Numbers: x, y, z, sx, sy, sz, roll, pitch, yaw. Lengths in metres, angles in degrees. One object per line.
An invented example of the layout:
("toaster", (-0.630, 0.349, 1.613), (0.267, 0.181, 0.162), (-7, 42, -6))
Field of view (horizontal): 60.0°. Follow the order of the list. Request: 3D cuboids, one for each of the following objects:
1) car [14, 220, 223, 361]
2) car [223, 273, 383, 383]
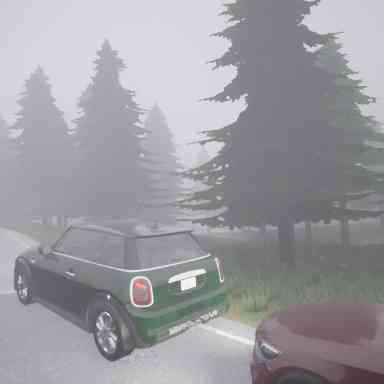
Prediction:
("car", (-1.578, 1.308, 6.221), (4.553, 1.767, 2.097), (1, 1, 44))
("car", (2.747, 1.531, 2.596), (4.674, 1.442, 1.812), (1, 0, 36))
